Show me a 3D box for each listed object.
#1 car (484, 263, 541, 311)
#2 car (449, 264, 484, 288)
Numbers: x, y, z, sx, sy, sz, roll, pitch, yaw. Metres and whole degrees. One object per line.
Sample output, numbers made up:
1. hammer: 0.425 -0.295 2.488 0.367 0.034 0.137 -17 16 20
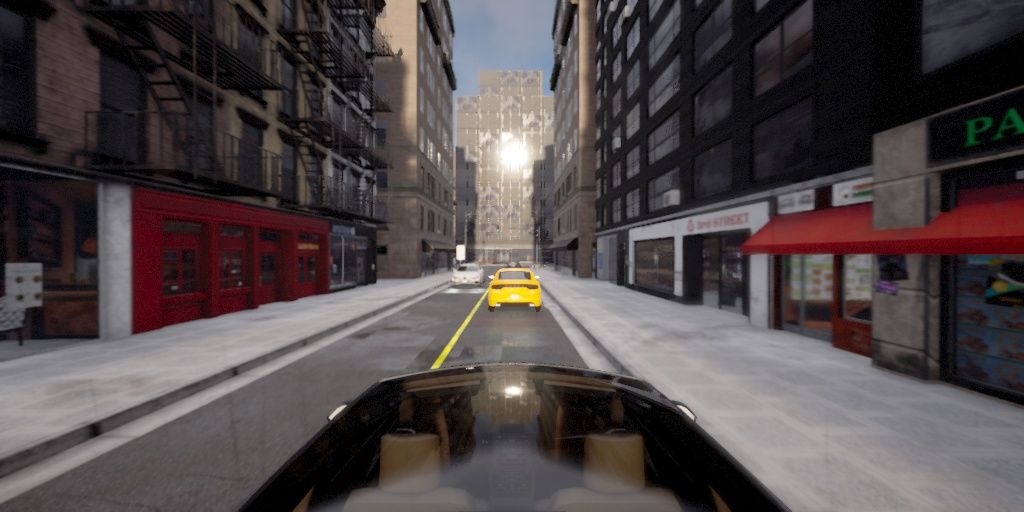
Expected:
1. car: 0.099 1.222 14.525 1.882 1.535 5.008 0 0 0
2. car: -2.849 1.257 23.967 1.812 1.442 4.674 0 0 0
